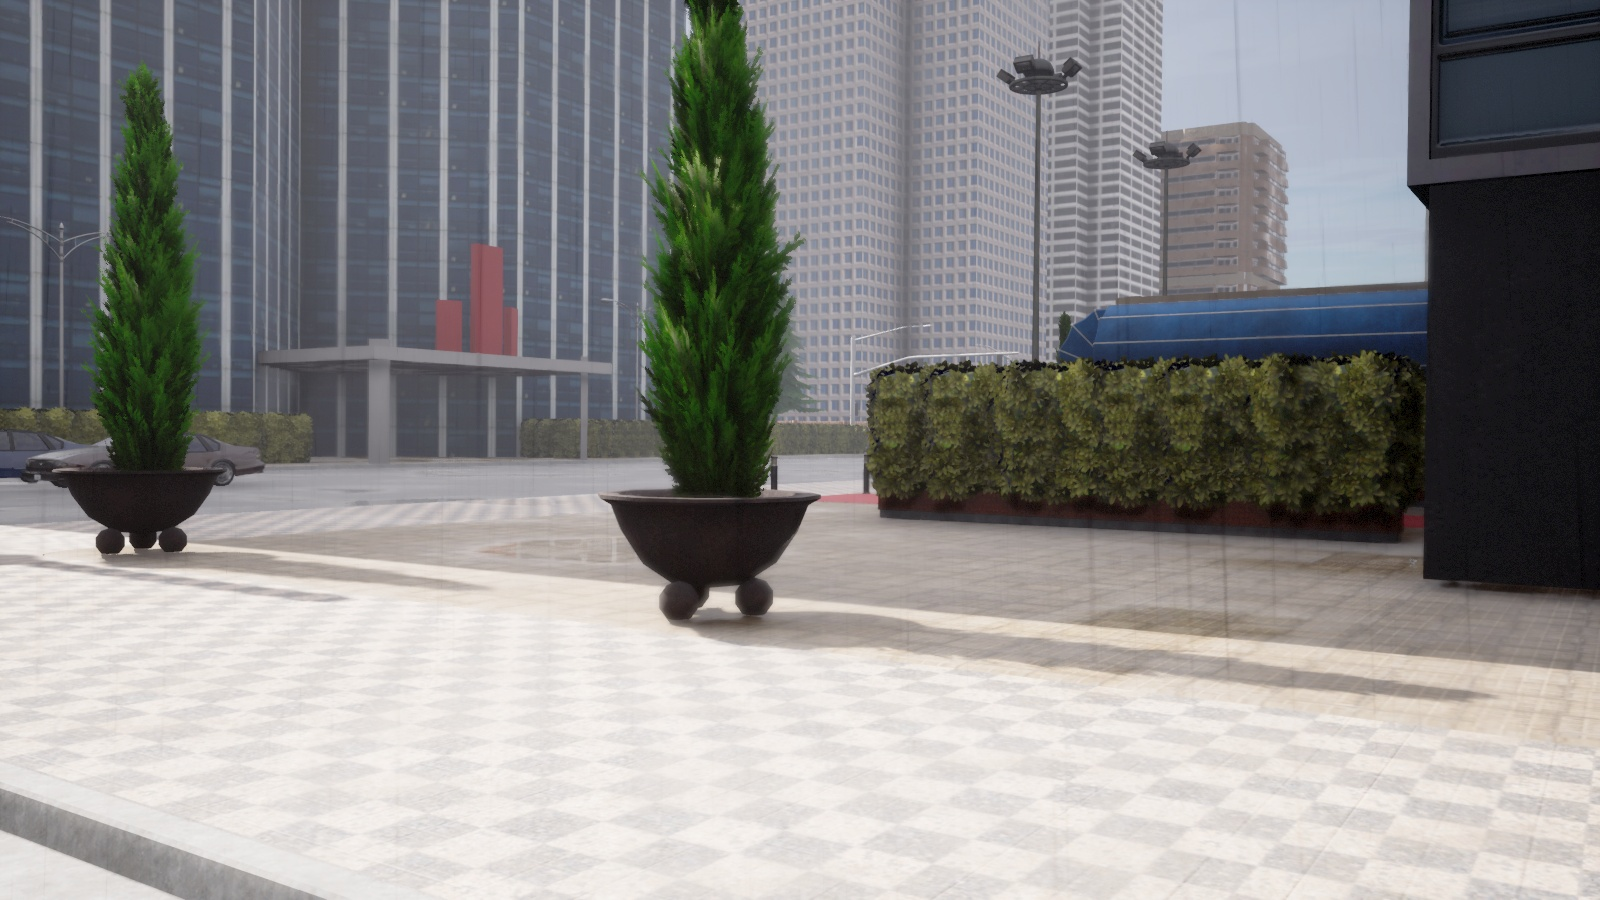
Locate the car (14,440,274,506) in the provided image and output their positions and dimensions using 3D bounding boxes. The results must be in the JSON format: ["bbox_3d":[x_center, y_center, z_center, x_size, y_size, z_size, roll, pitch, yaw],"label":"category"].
[{"bbox_3d":[-15.983,0.500,30.945,2.033,1.411,5.357,0,1,33],"label":"car"}]

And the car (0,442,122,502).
[{"bbox_3d":[-20.038,0.535,31.129,2.033,1.411,5.357,0,1,33],"label":"car"}]
